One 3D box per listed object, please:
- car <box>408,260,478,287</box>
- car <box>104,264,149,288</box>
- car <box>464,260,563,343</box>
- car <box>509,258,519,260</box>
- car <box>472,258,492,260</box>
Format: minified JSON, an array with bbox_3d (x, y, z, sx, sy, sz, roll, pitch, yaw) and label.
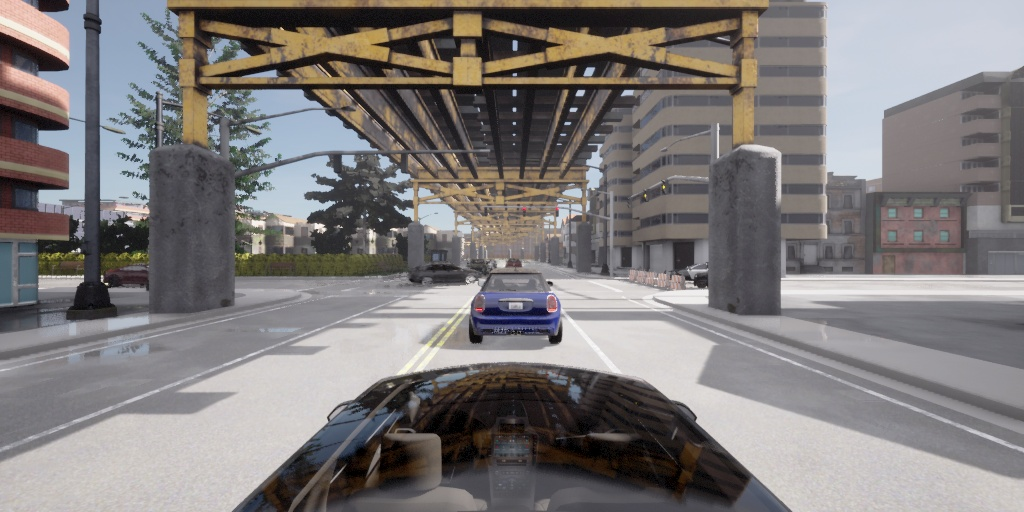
[{"bbox_3d":[-4.484,1.217,24.166,4.892,1.490,1.837,0,2,-22],"label":"car"},{"bbox_3d":[-22.709,1.200,22.513,4.674,1.442,1.812,0,0,0],"label":"car"},{"bbox_3d":[0.100,1.093,9.843,2.097,1.767,4.553,0,0,1],"label":"car"},{"bbox_3d":[0.246,1.042,48.969,2.097,1.767,4.553,0,0,0],"label":"car"},{"bbox_3d":[-3.503,1.050,36.789,2.097,1.767,4.553,0,0,1],"label":"car"}]
